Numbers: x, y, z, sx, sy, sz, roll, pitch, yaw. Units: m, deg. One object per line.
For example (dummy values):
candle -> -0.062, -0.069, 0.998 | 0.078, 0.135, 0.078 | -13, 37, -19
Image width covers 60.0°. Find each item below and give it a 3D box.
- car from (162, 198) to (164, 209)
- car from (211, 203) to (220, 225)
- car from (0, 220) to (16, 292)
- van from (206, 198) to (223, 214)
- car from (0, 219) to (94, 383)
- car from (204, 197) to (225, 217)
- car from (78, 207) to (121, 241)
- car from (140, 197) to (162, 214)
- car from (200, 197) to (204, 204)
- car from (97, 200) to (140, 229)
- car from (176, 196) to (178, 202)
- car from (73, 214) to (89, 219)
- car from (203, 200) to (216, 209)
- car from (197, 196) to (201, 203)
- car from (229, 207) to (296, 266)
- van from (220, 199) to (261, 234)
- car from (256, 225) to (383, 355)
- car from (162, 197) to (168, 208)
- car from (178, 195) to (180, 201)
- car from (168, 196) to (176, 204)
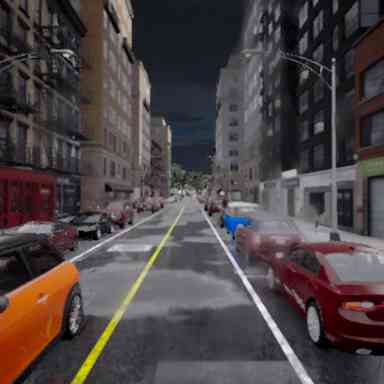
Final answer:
car -> -5.345, 1.847, 45.837 | 1.752, 1.417, 4.829 | 0, 0, 0
car -> 2.666, 1.717, 23.282 | 2.008, 1.369, 4.403 | 0, 0, 0
car -> -5.385, 1.485, 6.261 | 1.967, 1.590, 4.097 | 0, 0, 0
van -> 2.686, 1.625, 40.320 | 1.690, 1.788, 3.998 | 0, 0, 0
car -> -2.837, 1.380, 3.586 | 2.097, 1.767, 4.553 | 0, -1, 0
car -> 2.680, 1.560, 34.641 | 2.192, 1.841, 5.009 | 0, 0, 0
car -> -5.373, 1.692, 17.617 | 1.947, 1.339, 4.313 | 0, 0, 0
car -> -5.350, 1.599, 40.332 | 2.192, 1.841, 5.009 | 0, 0, 0
car -> 2.693, 1.638, 45.998 | 2.192, 1.841, 5.009 | 0, 0, 0
car -> -5.367, 1.481, 23.297 | 2.192, 1.841, 5.009 | 0, 0, 0
car -> -5.306, 2.146, 89.486 | 1.752, 1.417, 4.829 | 0, 0, 0
car -> -5.379, 1.667, 11.939 | 1.802, 1.307, 4.206 | 0, 0, 0
car -> 2.699, 1.944, 51.676 | 1.802, 1.307, 4.206 | 0, 0, 0
car -> 2.731, 2.097, 78.684 | 2.008, 1.369, 4.403 | 0, 0, 0
car -> 2.653, 1.526, 11.925 | 1.967, 1.590, 4.097 | 0, 0, 0
van -> 2.660, 1.467, 17.605 | 1.690, 1.788, 3.998 | 0, 0, 0
car -> 2.646, 1.590, 6.246 | 1.887, 1.381, 4.507 | 0, 0, 0
car -> -5.339, 1.676, 51.688 | 2.192, 1.841, 5.009 | 0, 0, 0
car -> -5.297, 1.975, 95.140 | 2.192, 1.841, 5.009 | 0, 0, 0
car -> -5.323, 2.070, 78.523 | 1.752, 1.417, 4.829 | 0, 0, 0
